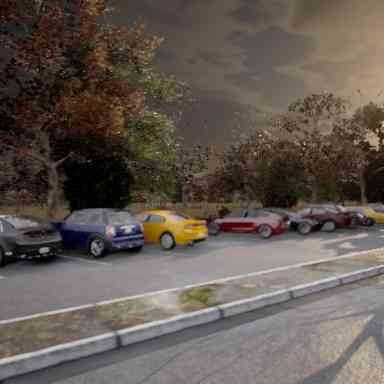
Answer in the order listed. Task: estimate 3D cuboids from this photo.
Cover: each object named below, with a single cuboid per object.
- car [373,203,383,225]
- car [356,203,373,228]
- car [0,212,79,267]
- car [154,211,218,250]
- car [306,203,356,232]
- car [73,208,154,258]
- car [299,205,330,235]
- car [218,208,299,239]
[{"bbox_3d":[12.320,1.774,25.810,5.366,1.575,1.946,-1,-1,32],"label":"car"},{"bbox_3d":[10.124,1.619,23.911,4.553,1.767,2.185,-1,-2,32],"label":"car"},{"bbox_3d":[-6.469,1.524,11.472,4.892,1.521,2.231,-1,-1,34],"label":"car"},{"bbox_3d":[-1.666,1.586,14.956,5.008,1.535,2.097,-1,-1,34],"label":"car"},{"bbox_3d":[7.810,1.711,22.070,5.008,1.535,2.097,-1,-1,33],"label":"car"},{"bbox_3d":[-4.042,1.429,13.200,4.553,1.767,2.185,-1,-1,34],"label":"car"},{"bbox_3d":[5.483,1.710,20.264,4.792,1.488,2.163,-1,-2,33],"label":"car"},{"bbox_3d":[3.059,1.679,18.507,4.792,1.488,2.163,-1,-1,33],"label":"car"}]
